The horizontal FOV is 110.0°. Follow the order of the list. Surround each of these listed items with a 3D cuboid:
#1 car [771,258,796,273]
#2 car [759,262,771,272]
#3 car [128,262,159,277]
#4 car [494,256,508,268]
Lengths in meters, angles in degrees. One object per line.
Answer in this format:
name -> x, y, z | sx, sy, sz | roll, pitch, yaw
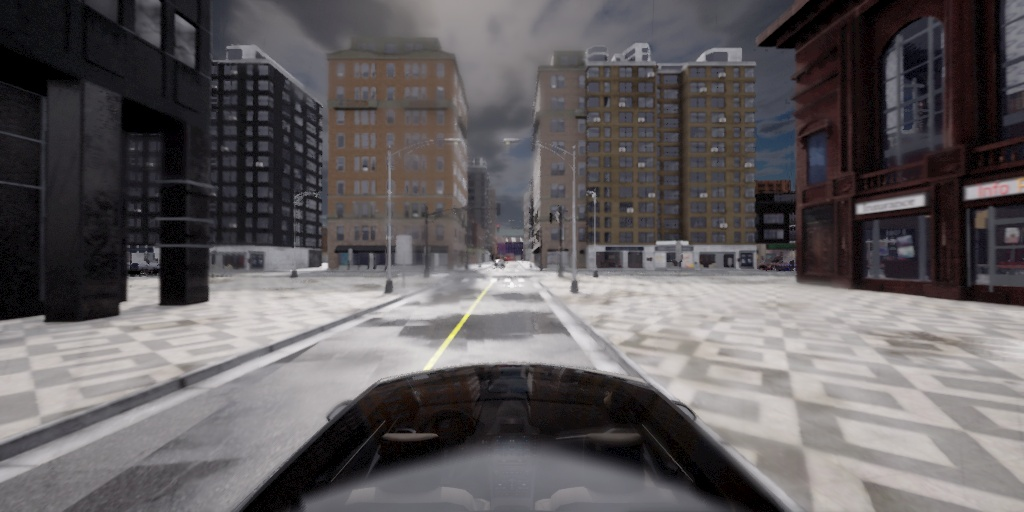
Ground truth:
car -> 33.399, 1.175, 41.362 | 5.008, 1.535, 1.882 | 0, -1, 0
car -> 33.370, 1.078, 44.602 | 4.553, 1.767, 2.097 | 0, -1, 0
car -> -35.862, 1.381, 34.332 | 4.718, 1.301, 1.895 | 0, -1, 0
car -> -2.259, 1.328, 65.346 | 2.128, 1.511, 4.902 | 0, 0, 0
